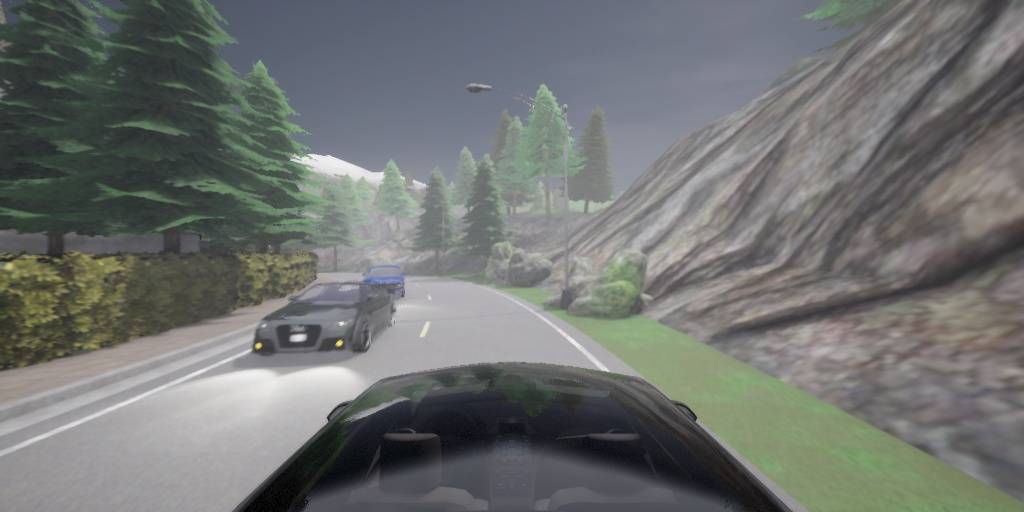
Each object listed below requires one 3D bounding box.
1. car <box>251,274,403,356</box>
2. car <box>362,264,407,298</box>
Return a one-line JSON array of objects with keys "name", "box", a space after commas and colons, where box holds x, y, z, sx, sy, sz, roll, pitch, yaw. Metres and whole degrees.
[{"name": "car", "box": [-4.134, 1.317, 8.590, 1.994, 1.385, 4.181, 0, 0, -6]}, {"name": "car", "box": [-6.361, 1.204, 18.070, 1.882, 1.535, 5.008, -1, 0, -17]}]
